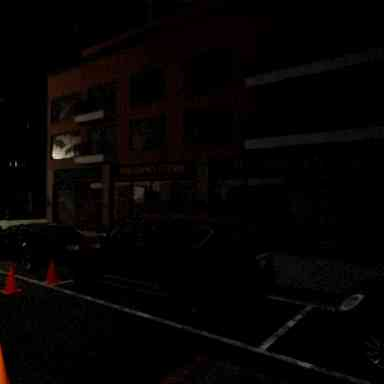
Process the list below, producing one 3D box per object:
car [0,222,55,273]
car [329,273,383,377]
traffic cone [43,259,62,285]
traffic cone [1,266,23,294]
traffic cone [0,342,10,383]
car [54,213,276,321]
[{"bbox_3d":[-5.176,1.647,10.892,4.313,1.339,1.947,0,-1,37],"label":"car"},{"bbox_3d":[3.914,1.512,4.114,4.097,1.590,1.967,0,-1,37],"label":"car"},{"bbox_3d":[-3.579,2.023,8.519,0.340,0.580,0.340,0,-1,37],"label":"traffic cone"},{"bbox_3d":[-4.177,2.011,7.718,0.340,0.580,0.340,0,-1,37],"label":"traffic cone"},{"bbox_3d":[-2.166,1.983,3.723,0.340,0.580,0.340,0,-1,37],"label":"traffic cone"},{"bbox_3d":[-0.630,1.392,7.504,5.009,1.841,2.192,0,-1,37],"label":"car"}]
